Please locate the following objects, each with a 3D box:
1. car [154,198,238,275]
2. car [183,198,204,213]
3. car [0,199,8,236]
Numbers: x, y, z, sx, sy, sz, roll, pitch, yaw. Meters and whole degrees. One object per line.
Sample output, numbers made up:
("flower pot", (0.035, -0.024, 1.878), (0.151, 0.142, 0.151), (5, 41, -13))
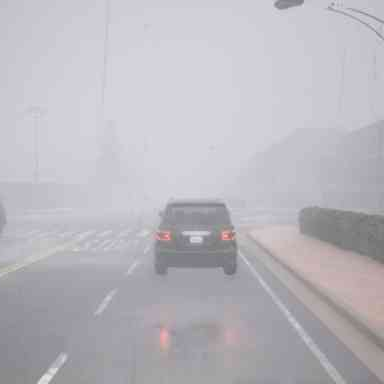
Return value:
("car", (0.098, 1.204, 10.469), (2.150, 2.045, 5.566), (0, 0, 0))
("car", (0.168, 1.430, 36.340), (2.128, 1.511, 4.902), (0, 0, 0))
("car", (-10.506, 1.196, 14.725), (2.150, 2.045, 5.566), (0, 0, 0))
